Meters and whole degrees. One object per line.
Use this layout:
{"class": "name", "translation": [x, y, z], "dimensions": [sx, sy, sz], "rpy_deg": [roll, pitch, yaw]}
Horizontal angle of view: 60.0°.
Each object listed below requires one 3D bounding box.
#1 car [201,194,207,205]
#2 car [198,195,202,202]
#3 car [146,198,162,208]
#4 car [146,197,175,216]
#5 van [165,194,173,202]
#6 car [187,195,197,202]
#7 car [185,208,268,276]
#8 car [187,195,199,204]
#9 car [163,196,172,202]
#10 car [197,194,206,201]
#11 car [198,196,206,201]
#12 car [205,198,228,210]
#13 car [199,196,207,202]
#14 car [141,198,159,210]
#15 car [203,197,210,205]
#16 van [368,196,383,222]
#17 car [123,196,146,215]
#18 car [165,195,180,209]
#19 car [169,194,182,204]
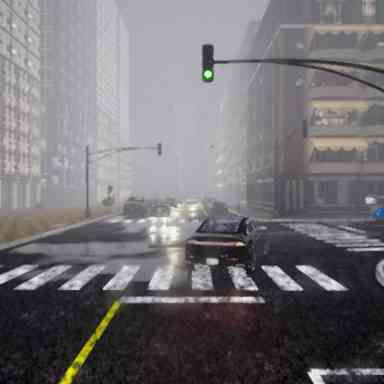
{"class": "car", "translation": [2.689, 1.486, 45.150], "dimensions": [1.967, 1.590, 4.097], "rpy_deg": [0, 0, 0]}
{"class": "car", "translation": [2.692, 1.639, 61.733], "dimensions": [1.947, 1.339, 4.313], "rpy_deg": [0, 0, 0]}
{"class": "car", "translation": [-5.689, 1.621, 50.680], "dimensions": [1.947, 1.339, 4.313], "rpy_deg": [0, 0, 0]}
{"class": "car", "translation": [-3.098, 1.523, 33.583], "dimensions": [2.128, 1.511, 4.902], "rpy_deg": [0, 0, -2]}
{"class": "van", "translation": [-5.687, 1.459, 83.846], "dimensions": [1.690, 1.788, 3.998], "rpy_deg": [0, 0, 0]}
{"class": "car", "translation": [0.008, 1.474, 74.401], "dimensions": [2.128, 1.511, 4.902], "rpy_deg": [0, 0, 0]}
{"class": "car", "translation": [1.251, 1.499, 10.529], "dimensions": [2.128, 1.511, 4.902], "rpy_deg": [0, 0, 18]}
{"class": "car", "translation": [0.006, 1.680, 64.426], "dimensions": [1.895, 1.301, 4.718], "rpy_deg": [0, 0, 0]}
{"class": "car", "translation": [-5.686, 1.651, 78.318], "dimensions": [1.887, 1.381, 4.507], "rpy_deg": [0, 0, 0]}
{"class": "car", "translation": [2.694, 1.457, 94.900], "dimensions": [2.192, 1.841, 5.009], "rpy_deg": [0, 0, 0]}
{"class": "car", "translation": [2.696, 1.680, 89.371], "dimensions": [2.008, 1.369, 4.403], "rpy_deg": [0, 0, 0]}
{"class": "car", "translation": [2.689, 1.577, 34.095], "dimensions": [1.887, 1.381, 4.507], "rpy_deg": [0, 0, 0]}
{"class": "car", "translation": [2.695, 1.662, 83.844], "dimensions": [1.887, 1.381, 4.507], "rpy_deg": [0, 0, 0]}
{"class": "car", "translation": [-5.690, 1.591, 45.151], "dimensions": [1.887, 1.381, 4.507], "rpy_deg": [0, 0, 0]}
{"class": "car", "translation": [2.690, 1.584, 39.622], "dimensions": [1.887, 1.381, 4.507], "rpy_deg": [0, 0, 0]}
{"class": "van", "translation": [13.710, 1.127, 21.649], "dimensions": [3.998, 1.788, 1.690], "rpy_deg": [-1, 1, 0]}
{"class": "car", "translation": [-5.692, 1.348, 34.097], "dimensions": [2.192, 1.841, 5.009], "rpy_deg": [0, 0, 0]}
{"class": "car", "translation": [-3.068, 1.526, 46.646], "dimensions": [1.882, 1.535, 5.008], "rpy_deg": [0, 0, 0]}
{"class": "car", "translation": [-2.995, 1.574, 65.852], "dimensions": [2.128, 1.511, 4.902], "rpy_deg": [0, 0, 0]}
